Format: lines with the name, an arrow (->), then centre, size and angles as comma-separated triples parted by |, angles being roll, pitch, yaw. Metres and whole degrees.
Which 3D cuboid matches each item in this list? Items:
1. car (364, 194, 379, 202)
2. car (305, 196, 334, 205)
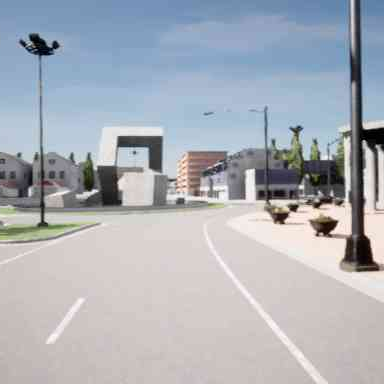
car -> 31.048, 0.971, 55.294 | 4.718, 1.301, 1.895 | -1, 0, -5
car -> 18.231, 1.193, 47.169 | 4.718, 1.301, 1.895 | -1, 0, -38
